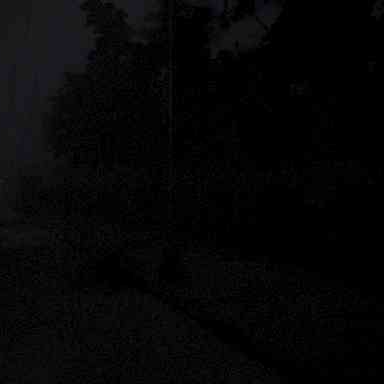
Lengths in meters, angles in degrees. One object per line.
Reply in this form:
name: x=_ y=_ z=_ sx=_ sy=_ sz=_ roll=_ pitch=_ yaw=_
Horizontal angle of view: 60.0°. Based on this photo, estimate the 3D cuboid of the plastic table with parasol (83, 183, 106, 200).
plastic table with parasol: x=-14.935 y=-0.134 z=51.000 sx=2.482 sy=2.480 sz=2.482 roll=1 pitch=4 yaw=15
